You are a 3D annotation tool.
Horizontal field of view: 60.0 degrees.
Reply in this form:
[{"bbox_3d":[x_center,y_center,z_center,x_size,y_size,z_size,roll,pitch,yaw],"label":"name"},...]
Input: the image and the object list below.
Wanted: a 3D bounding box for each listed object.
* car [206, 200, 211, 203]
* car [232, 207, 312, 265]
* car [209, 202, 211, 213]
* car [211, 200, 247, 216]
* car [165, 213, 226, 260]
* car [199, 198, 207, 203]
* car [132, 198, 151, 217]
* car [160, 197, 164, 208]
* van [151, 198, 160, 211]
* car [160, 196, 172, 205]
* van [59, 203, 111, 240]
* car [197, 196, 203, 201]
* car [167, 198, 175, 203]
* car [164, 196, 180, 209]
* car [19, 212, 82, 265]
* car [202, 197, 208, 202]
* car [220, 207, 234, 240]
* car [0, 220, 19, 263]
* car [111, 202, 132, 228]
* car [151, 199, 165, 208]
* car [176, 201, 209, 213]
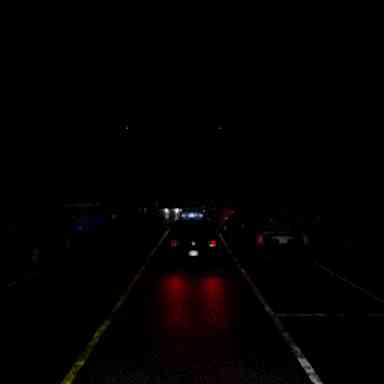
[{"bbox_3d":[2.763,1.813,34.520,1.947,1.339,4.313,0,0,0],"label":"car"},{"bbox_3d":[2.761,1.527,11.976,1.967,1.590,4.097,0,0,0],"label":"car"},{"bbox_3d":[2.762,1.752,28.884,1.887,1.381,4.507,0,0,0],"label":"car"},{"bbox_3d":[2.761,1.482,23.250,2.192,1.841,5.009,0,0,0],"label":"car"},{"bbox_3d":[0.058,1.693,12.869,1.895,1.301,4.718,0,0,0],"label":"car"},{"bbox_3d":[2.766,2.208,85.245,1.802,1.307,4.206,0,0,0],"label":"car"},{"bbox_3d":[-5.763,1.688,34.513,1.967,1.590,4.097,0,0,0],"label":"car"},{"bbox_3d":[-5.761,1.894,51.252,1.752,1.417,4.829,0,0,0],"label":"car"},{"bbox_3d":[-5.762,1.669,45.787,1.690,1.788,3.998,0,0,0],"label":"van"},{"bbox_3d":[-5.761,1.855,73.969,2.192,1.841,5.009,0,0,0],"label":"car"},{"bbox_3d":[-5.764,1.468,17.604,1.690,1.788,3.998,0,0,0],"label":"van"},{"bbox_3d":[2.359,1.958,62.672,1.837,1.490,4.892,0,0,0],"label":"car"},{"bbox_3d":[-5.759,2.220,90.877,2.008,1.369,4.403,0,0,0],"label":"car"},{"bbox_3d":[-3.076,1.877,52.085,1.837,1.490,4.892,0,0,0],"label":"car"},{"bbox_3d":[-5.764,1.631,11.966,1.887,1.381,4.507,0,0,0],"label":"car"},{"bbox_3d":[2.763,1.768,45.793,1.967,1.590,4.097,0,0,0],"label":"car"},{"bbox_3d":[2.762,1.693,17.611,1.947,1.339,4.313,0,0,0],"label":"car"},{"bbox_3d":[-5.765,1.361,6.331,2.192,1.841,5.009,0,0,0],"label":"car"},{"bbox_3d":[-5.763,1.607,23.240,1.967,1.590,4.097,0,0,0],"label":"car"},{"bbox_3d":[-5.761,1.962,57.058,2.008,1.369,4.403,0,0,0],"label":"car"},{"bbox_3d":[0.047,1.737,26.395,2.033,1.411,5.357,0,0,1],"label":"car"}]
